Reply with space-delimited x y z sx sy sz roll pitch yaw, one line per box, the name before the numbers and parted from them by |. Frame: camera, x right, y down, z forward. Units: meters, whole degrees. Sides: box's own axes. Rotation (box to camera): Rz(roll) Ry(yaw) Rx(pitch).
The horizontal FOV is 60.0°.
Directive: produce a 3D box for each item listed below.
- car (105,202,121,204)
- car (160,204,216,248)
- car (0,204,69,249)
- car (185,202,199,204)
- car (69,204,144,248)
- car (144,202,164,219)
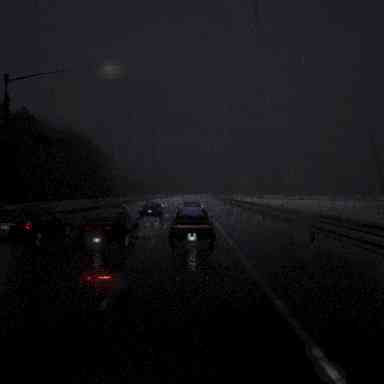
car | -7.000 1.575 29.649 1.994 1.385 4.181 0 0 0
car | 0.000 1.493 14.650 2.128 1.511 4.902 0 0 0
car | -7.000 1.364 14.619 2.097 1.767 4.553 0 0 0
car | 0.001 1.566 29.650 2.033 1.411 5.357 0 0 0
car | -3.499 1.514 14.650 1.837 1.490 4.892 0 0 0
car | -3.500 1.575 29.650 1.994 1.385 4.181 0 0 0
